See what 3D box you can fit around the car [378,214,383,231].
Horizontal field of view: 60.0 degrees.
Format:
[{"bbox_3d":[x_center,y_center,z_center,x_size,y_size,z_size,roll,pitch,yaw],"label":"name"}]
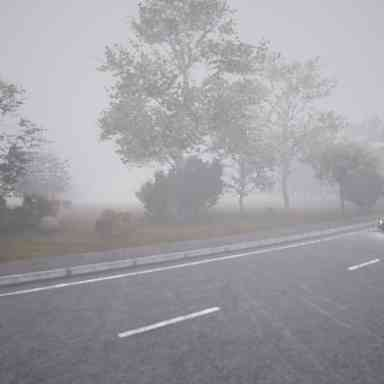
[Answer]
[{"bbox_3d":[12.707,1.549,19.570,5.357,1.411,2.033,0,0,-44],"label":"car"}]
